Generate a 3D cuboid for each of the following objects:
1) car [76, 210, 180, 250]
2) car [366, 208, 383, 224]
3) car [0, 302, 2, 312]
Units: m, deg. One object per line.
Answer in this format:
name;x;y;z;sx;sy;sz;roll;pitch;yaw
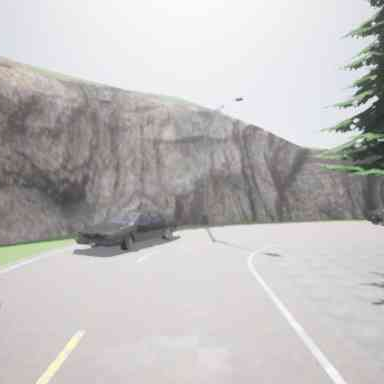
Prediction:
car;-2.470;1.509;14.480;2.033;1.411;5.357;0;0;26
car;13.930;1.484;22.131;4.181;1.385;1.994;0;0;-5
car;-3.650;1.545;2.462;2.033;1.411;5.357;0;0;-1
